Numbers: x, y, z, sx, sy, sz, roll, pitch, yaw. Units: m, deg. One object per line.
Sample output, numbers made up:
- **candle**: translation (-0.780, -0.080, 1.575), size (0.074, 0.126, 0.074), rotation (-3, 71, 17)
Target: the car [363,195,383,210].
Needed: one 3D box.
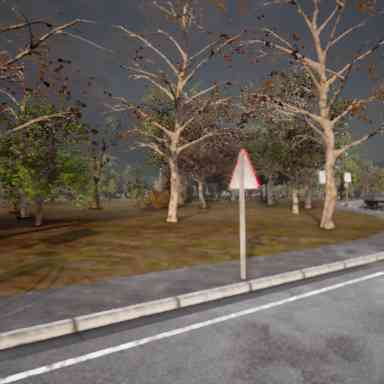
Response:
- **car**: translation (21.488, 1.222, 38.481), size (2.128, 1.511, 4.902), rotation (-1, 1, 7)

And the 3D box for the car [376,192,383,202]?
- **car**: translation (33.460, 0.832, 55.829), size (4.902, 1.511, 2.128), rotation (-1, 1, -25)
